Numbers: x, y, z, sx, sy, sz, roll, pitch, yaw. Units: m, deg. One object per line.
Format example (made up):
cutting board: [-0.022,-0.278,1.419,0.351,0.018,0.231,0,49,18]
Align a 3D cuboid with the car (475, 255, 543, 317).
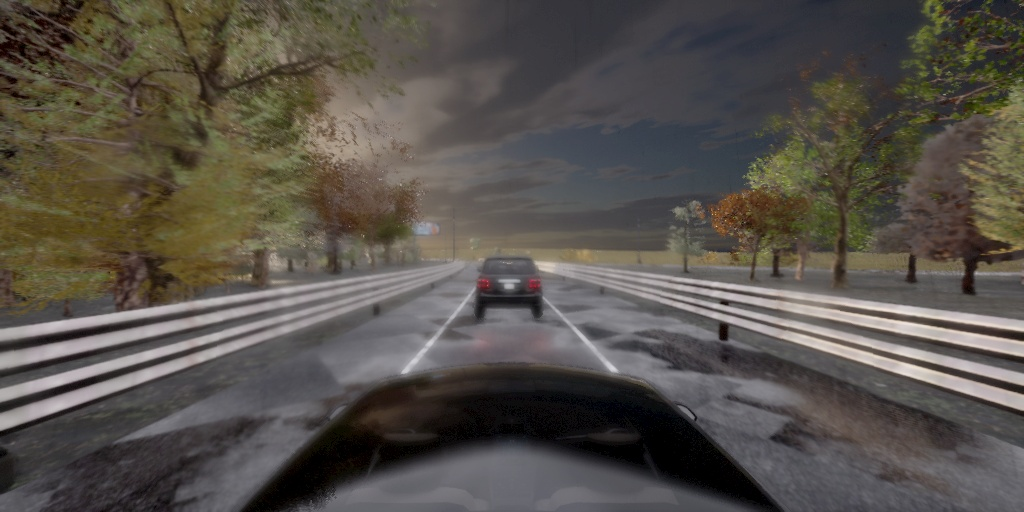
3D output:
car: [-0.138,0.982,13.326,2.150,2.045,5.566,0,0,-1]
